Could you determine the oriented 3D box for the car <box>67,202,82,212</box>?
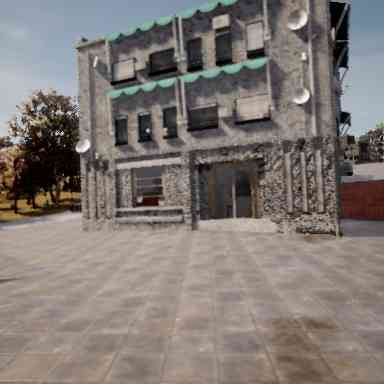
[{"bbox_3d":[-14.730,1.907,45.379,1.895,1.301,4.718,-3,3,22],"label":"car"}]
